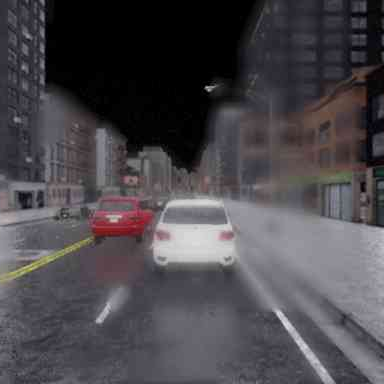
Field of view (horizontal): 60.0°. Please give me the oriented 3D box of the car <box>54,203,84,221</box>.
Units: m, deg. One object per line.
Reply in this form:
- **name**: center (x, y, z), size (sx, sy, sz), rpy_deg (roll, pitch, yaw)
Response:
- **car**: center (-9.837, 1.639, 27.749), size (1.994, 1.385, 4.181), rpy_deg (0, 0, 0)

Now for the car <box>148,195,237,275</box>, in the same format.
- **car**: center (0.086, 1.248, 10.678), size (2.150, 2.045, 5.566), rpy_deg (0, 0, 0)

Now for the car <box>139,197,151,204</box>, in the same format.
- **car**: center (-9.721, 1.715, 69.114), size (1.994, 1.385, 4.181), rpy_deg (0, 0, 0)

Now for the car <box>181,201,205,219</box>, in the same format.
- **car**: center (0.112, 1.631, 30.904), size (2.033, 1.411, 5.357), rpy_deg (0, 0, 0)

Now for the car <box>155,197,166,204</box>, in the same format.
- **car**: center (-6.471, 1.687, 69.113), size (1.812, 1.442, 4.674), rpy_deg (0, 0, 0)

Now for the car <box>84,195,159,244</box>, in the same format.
- **car**: center (-3.144, 1.261, 16.180), size (2.150, 2.045, 5.566), rpy_deg (0, 0, 0)

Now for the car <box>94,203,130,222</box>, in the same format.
- **car**: center (-6.587, 1.639, 27.735), size (1.994, 1.385, 4.181), rpy_deg (0, 0, 0)

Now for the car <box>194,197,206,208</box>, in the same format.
- **car**: center (1.160, 1.589, 52.154), size (1.801, 1.575, 5.366), rpy_deg (0, 0, 0)
